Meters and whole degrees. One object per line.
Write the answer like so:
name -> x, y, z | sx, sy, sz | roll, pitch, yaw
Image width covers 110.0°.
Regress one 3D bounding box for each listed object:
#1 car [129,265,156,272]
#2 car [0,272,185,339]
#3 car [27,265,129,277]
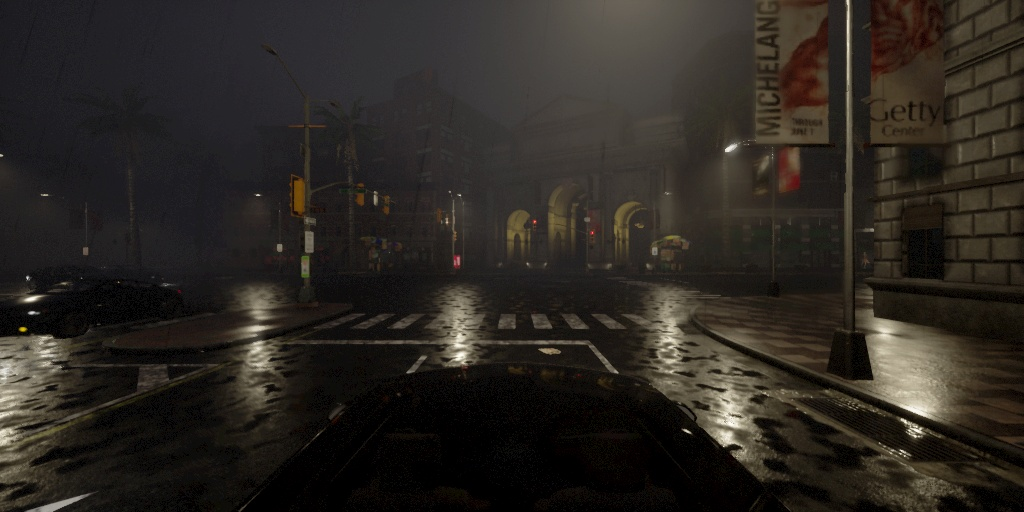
car -> -27.096, 1.315, 25.090 | 4.181, 1.385, 1.994 | 0, 0, 1
car -> -11.637, 1.314, 9.941 | 1.994, 1.385, 4.181 | 0, 0, -1
car -> -25.516, 1.256, 20.893 | 4.892, 1.490, 1.837 | 0, 0, 11
